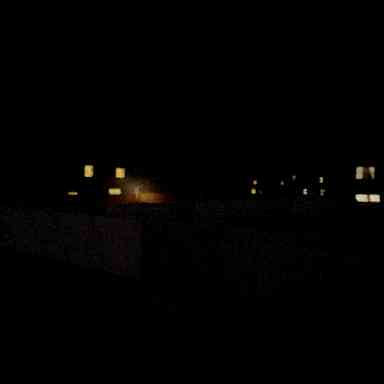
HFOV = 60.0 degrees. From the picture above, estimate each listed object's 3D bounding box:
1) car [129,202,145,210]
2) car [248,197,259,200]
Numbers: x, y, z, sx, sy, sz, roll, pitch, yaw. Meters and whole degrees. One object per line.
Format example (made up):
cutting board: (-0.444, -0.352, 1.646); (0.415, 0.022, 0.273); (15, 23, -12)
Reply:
car: (-3.900, 1.481, 26.086); (1.994, 1.385, 4.181); (2, 1, 38)
car: (9.277, 1.444, 49.971); (1.812, 1.442, 4.674); (2, 1, 15)
